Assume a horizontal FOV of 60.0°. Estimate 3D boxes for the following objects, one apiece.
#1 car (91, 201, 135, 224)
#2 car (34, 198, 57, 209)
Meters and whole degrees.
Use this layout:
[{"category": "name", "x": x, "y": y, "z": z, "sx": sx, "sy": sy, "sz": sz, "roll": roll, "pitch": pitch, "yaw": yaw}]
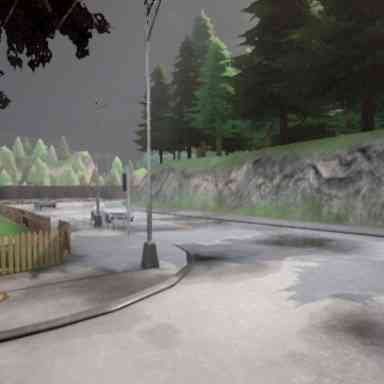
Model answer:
[{"category": "car", "x": -5.813, "y": 1.376, "z": 23.939, "sx": 1.812, "sy": 1.442, "sz": 4.674, "roll": -1, "pitch": 1, "yaw": -35}, {"category": "car", "x": -18.465, "y": 1.446, "z": 41.953, "sx": 1.895, "sy": 1.301, "sz": 4.718, "roll": -1, "pitch": 1, "yaw": -35}]
